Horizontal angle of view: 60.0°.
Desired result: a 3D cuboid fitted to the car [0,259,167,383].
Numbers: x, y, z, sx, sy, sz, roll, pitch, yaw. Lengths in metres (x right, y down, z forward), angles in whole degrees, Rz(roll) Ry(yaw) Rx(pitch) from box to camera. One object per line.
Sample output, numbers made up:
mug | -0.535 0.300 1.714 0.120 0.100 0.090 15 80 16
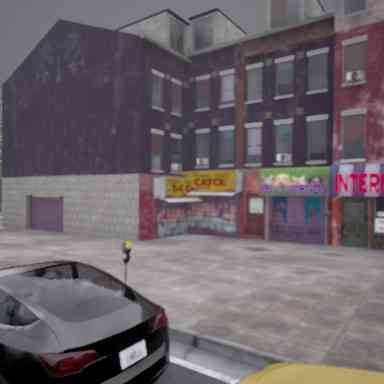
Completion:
car | -2.252 1.607 4.394 4.313 1.339 1.947 -1 1 35

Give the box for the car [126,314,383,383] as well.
car | 2.114 1.515 1.282 4.829 1.417 1.752 -1 1 35
